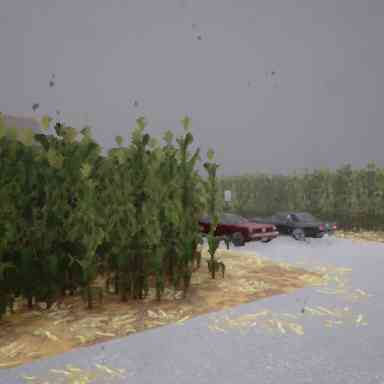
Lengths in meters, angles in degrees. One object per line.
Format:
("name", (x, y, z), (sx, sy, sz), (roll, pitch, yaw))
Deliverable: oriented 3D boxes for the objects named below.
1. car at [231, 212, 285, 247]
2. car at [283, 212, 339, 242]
("car", (1.696, 1.651, 15.526), (1.895, 1.301, 4.718), (0, 0, -36))
("car", (4.700, 1.652, 16.794), (1.895, 1.301, 4.718), (0, 0, -40))
